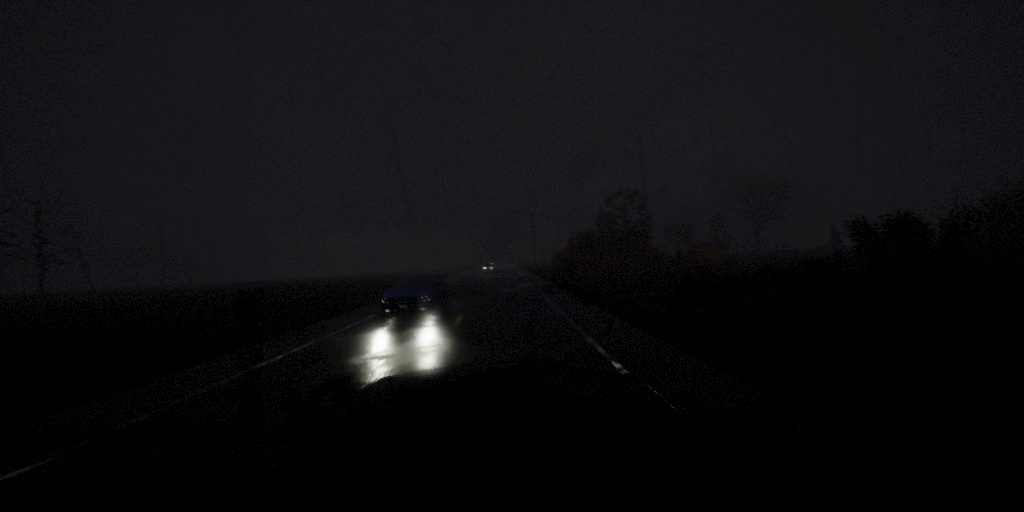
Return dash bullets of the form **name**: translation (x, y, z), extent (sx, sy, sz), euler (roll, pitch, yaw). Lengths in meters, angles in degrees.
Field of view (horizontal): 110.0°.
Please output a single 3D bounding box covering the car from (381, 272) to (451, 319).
- **car**: translation (-3.687, 1.444, 14.470), extent (1.882, 1.535, 5.008), euler (-2, 0, -1)
